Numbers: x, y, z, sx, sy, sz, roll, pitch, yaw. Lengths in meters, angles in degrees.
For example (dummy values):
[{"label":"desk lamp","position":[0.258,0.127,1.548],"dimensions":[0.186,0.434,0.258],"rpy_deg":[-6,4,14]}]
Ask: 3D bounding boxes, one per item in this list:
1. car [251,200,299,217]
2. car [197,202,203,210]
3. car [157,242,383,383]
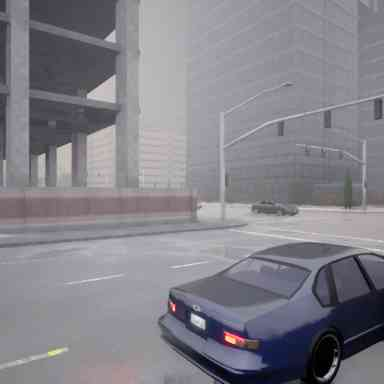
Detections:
[{"label":"car","position":[7.655,1.504,31.054],"dimensions":[1.837,1.490,4.892],"rpy_deg":[0,0,-36]},{"label":"car","position":[-0.613,1.491,42.435],"dimensions":[2.128,1.511,4.902],"rpy_deg":[0,0,-36]},{"label":"car","position":[2.123,1.547,5.303],"dimensions":[5.357,1.411,2.033],"rpy_deg":[0,0,-35]}]
